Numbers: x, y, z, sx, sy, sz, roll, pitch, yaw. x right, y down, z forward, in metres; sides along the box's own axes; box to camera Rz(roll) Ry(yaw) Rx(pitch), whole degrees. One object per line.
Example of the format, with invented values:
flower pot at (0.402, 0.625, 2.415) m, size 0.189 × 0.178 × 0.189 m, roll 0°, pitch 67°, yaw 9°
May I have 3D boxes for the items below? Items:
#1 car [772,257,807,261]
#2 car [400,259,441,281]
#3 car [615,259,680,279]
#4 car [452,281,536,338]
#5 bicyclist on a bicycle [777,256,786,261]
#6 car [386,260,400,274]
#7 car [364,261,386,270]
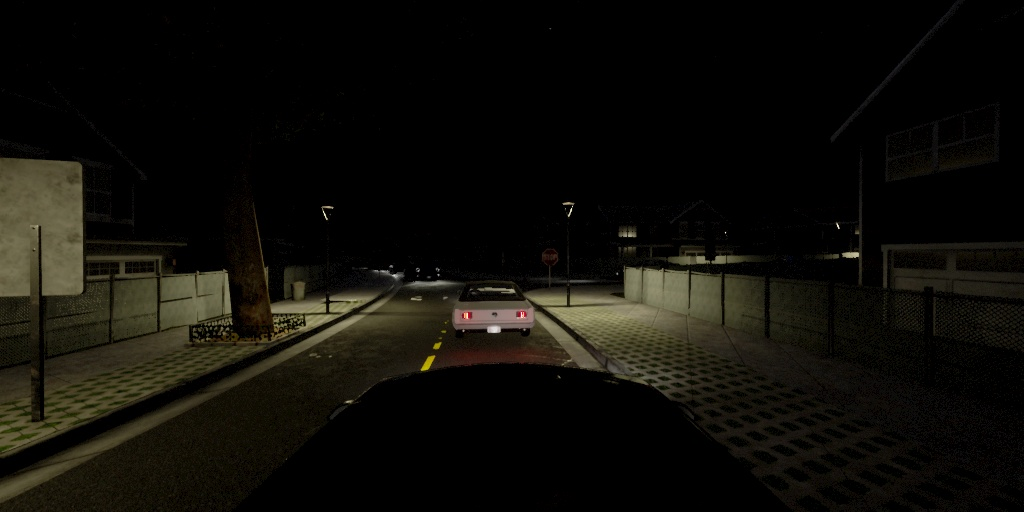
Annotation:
car at (22.195, 0.852, 28.994) m, size 5.008 × 1.535 × 1.882 m, roll -1°, pitch 1°, yaw -10°
car at (-7.526, 1.079, 29.841) m, size 2.097 × 1.767 × 4.553 m, roll 0°, pitch 0°, yaw -29°
car at (10.256, 1.020, 27.055) m, size 4.902 × 1.511 × 2.128 m, roll -1°, pitch 0°, yaw -9°
car at (-0.617, 1.347, 10.194) m, size 1.895 × 1.301 × 4.718 m, roll 0°, pitch 0°, yaw -6°
bicyclist on a bicycle at (16.596, 0.799, 22.060) m, size 0.582 × 1.620 × 1.656 m, roll -1°, pitch 0°, yaw -9°
car at (-12.420, 1.225, 39.820) m, size 1.837 × 1.490 × 4.892 m, roll 0°, pitch 0°, yaw -27°
car at (-19.047, 1.325, 50.956) m, size 1.895 × 1.301 × 4.718 m, roll 0°, pitch 0°, yaw -35°
